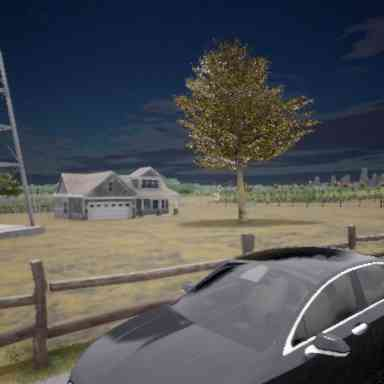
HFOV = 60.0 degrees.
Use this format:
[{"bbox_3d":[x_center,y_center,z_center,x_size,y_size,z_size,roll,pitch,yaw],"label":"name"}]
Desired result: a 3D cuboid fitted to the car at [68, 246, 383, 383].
[{"bbox_3d":[1.110,1.497,3.863,4.892,1.490,1.837,-2,1,-36],"label":"car"}]
